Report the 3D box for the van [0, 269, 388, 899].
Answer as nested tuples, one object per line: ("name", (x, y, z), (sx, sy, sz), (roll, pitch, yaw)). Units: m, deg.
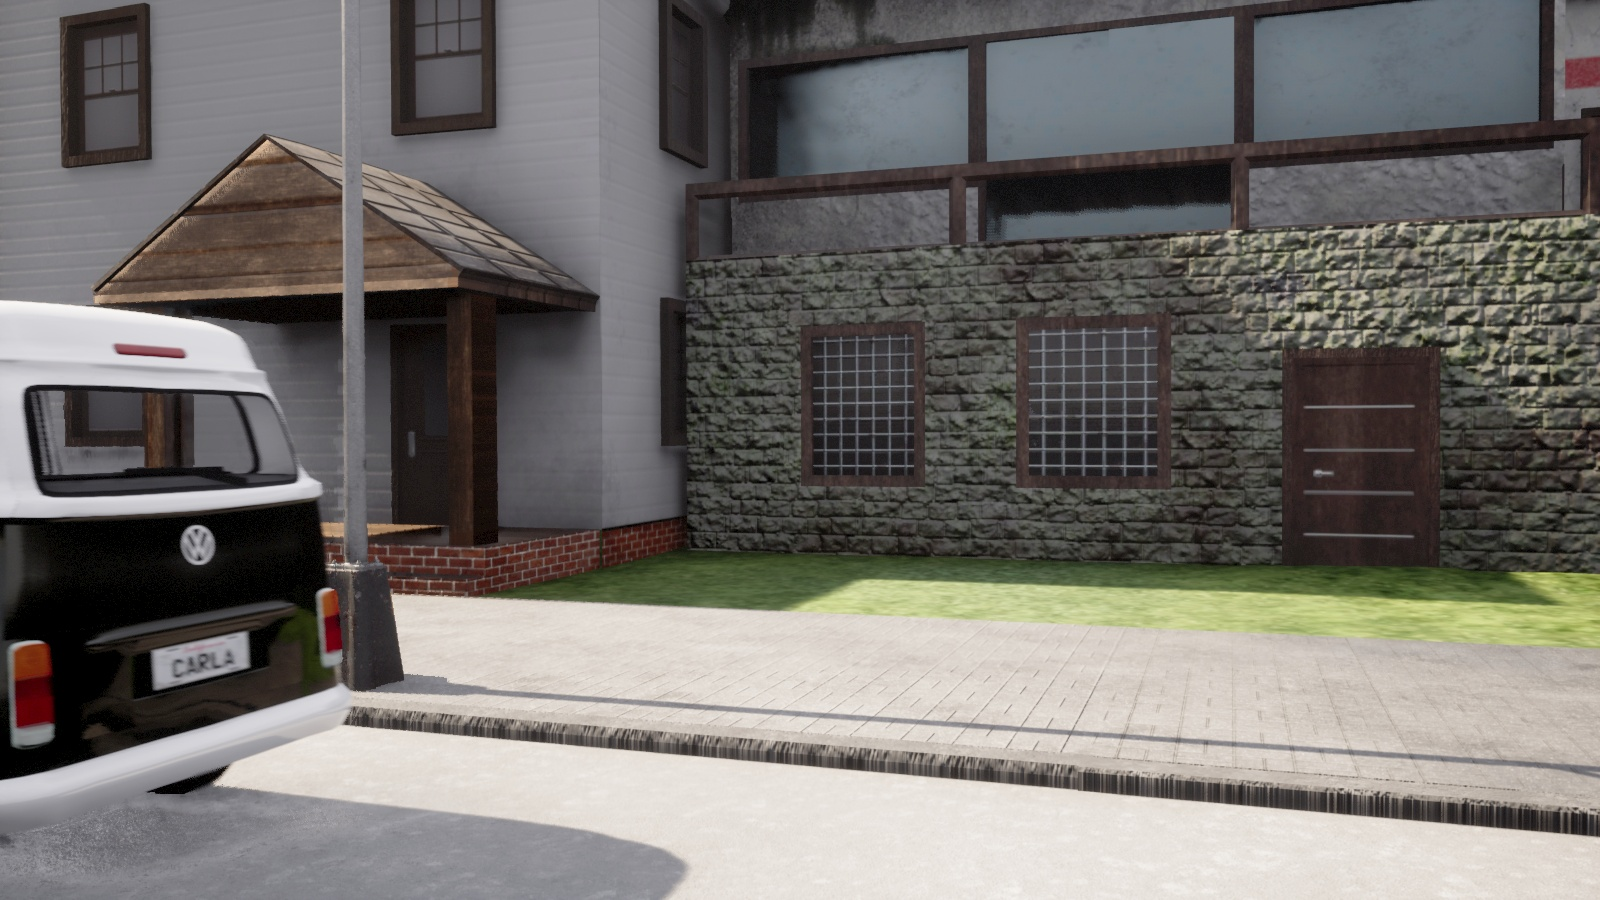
("van", (-4.244, 0.451, 5.198), (4.480, 2.038, 2.069), (1, 1, 19))
